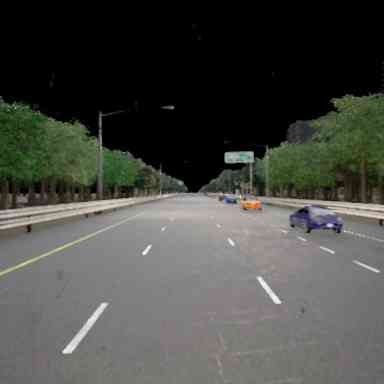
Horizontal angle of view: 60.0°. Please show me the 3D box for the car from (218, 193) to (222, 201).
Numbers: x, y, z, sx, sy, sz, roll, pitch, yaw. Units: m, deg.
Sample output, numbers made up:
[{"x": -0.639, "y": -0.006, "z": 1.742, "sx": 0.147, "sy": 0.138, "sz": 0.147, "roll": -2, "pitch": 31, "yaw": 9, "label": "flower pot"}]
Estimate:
[{"x": 7.320, "y": 1.468, "z": 79.360, "sx": 1.837, "sy": 1.490, "sz": 4.892, "roll": 0, "pitch": 0, "yaw": 0, "label": "car"}]

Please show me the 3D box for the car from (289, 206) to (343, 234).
[{"x": 7.018, "y": 1.536, "z": 19.207, "sx": 1.812, "sy": 1.442, "sz": 4.674, "roll": 0, "pitch": 0, "yaw": 0, "label": "car"}]

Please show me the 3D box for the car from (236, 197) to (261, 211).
[{"x": 7.086, "y": 1.354, "z": 40.802, "sx": 2.097, "sy": 1.767, "sz": 4.553, "roll": 0, "pitch": 0, "yaw": 0, "label": "car"}]

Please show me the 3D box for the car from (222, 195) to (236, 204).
[{"x": 7.202, "y": 1.467, "z": 62.286, "sx": 1.882, "sy": 1.535, "sz": 5.008, "roll": 0, "pitch": 0, "yaw": 0, "label": "car"}]
